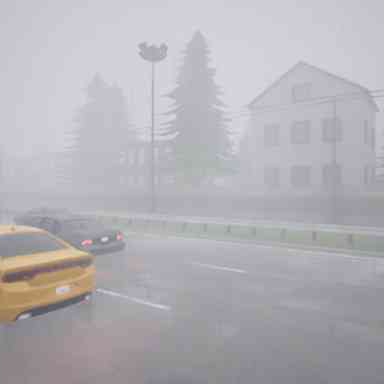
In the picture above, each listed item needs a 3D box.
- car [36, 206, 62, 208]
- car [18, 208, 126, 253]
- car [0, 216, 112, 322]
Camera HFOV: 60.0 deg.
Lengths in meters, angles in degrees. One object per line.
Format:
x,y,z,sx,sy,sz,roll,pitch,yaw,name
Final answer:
-7.978,1.472,18.278,4.181,1.385,1.994,0,0,36,car
-4.714,1.490,11.648,5.357,1.411,2.033,0,0,36,car
-4.145,1.438,6.934,5.008,1.535,1.882,1,0,35,car
